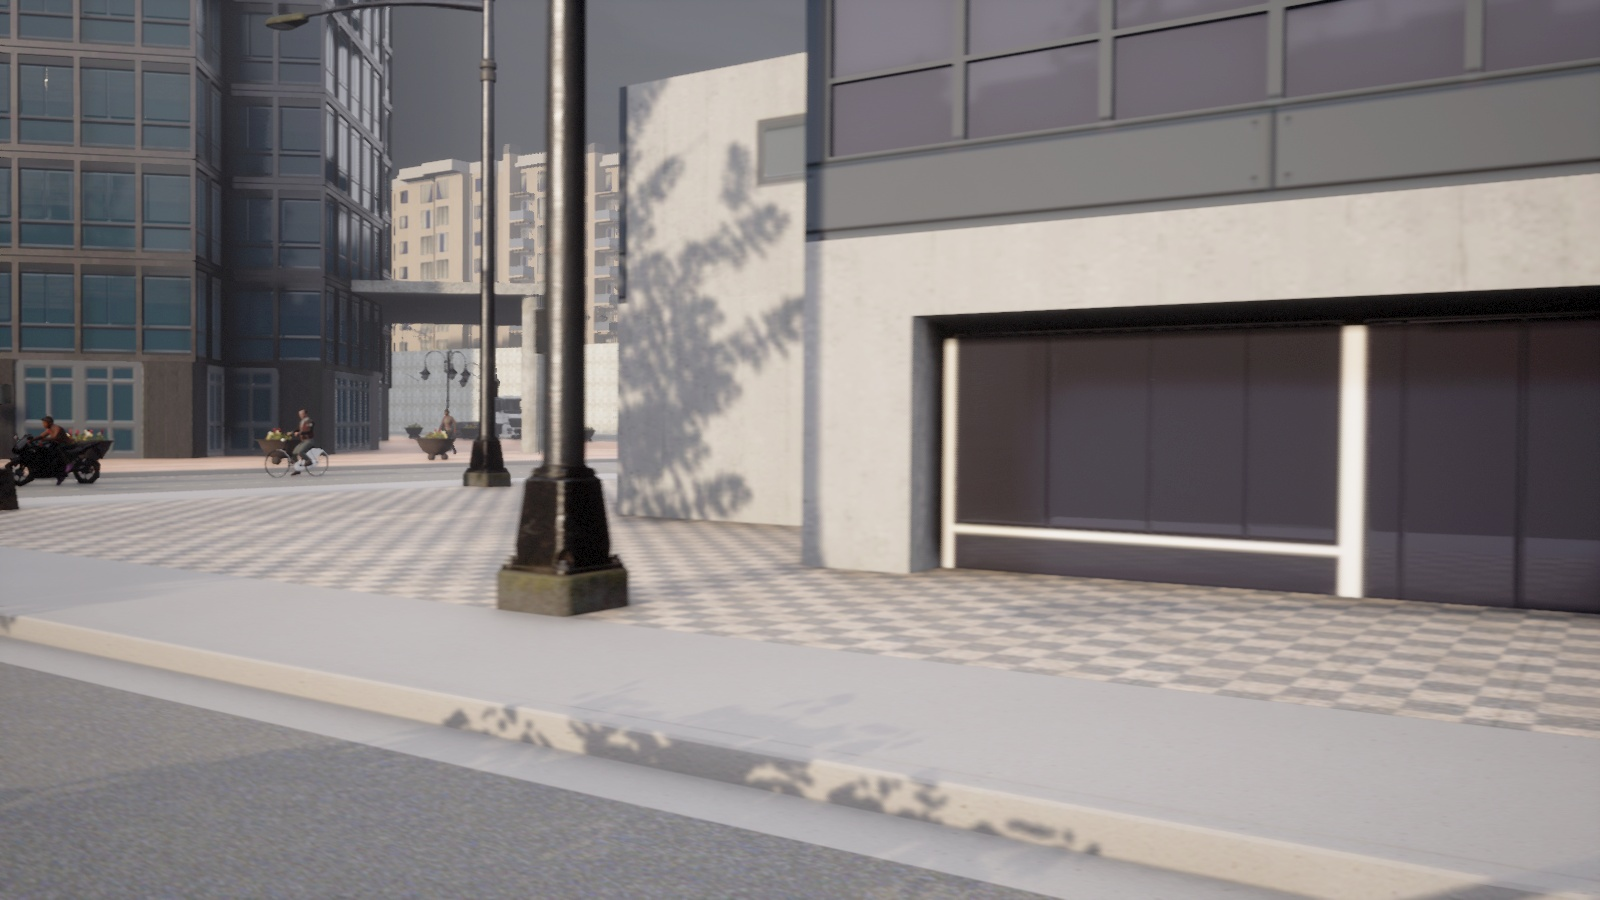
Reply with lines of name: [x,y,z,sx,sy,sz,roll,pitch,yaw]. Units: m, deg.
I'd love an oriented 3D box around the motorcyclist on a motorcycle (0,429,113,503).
motorcyclist on a motorcycle: [-16.218,0.323,27.321,0.797,1.523,2.044,0,2,34]

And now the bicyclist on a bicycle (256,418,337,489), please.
bicyclist on a bicycle: [-12.898,0.071,32.234,0.659,1.776,1.843,0,1,34]

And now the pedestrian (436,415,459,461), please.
pedestrian: [-13.763,-0.476,49.042,0.328,1.805,0.869,0,1,29]
